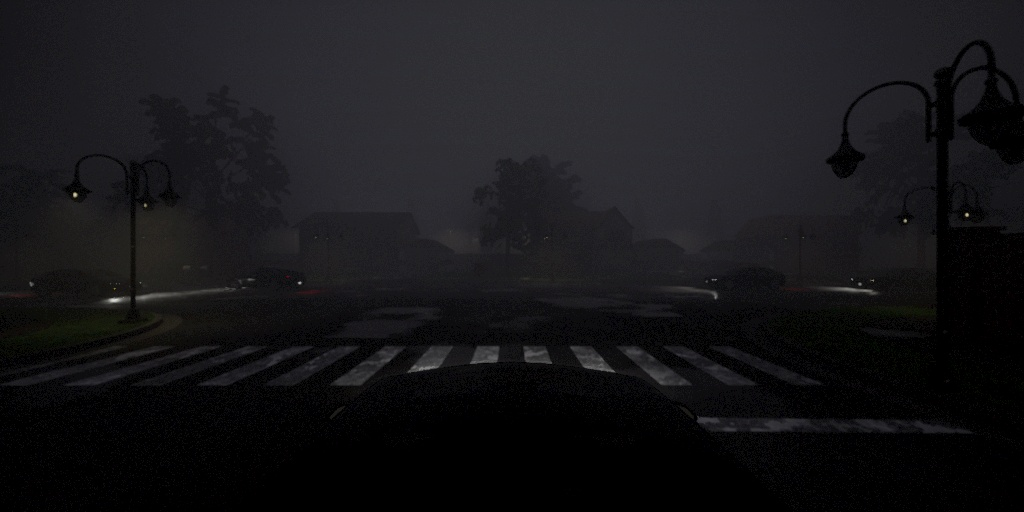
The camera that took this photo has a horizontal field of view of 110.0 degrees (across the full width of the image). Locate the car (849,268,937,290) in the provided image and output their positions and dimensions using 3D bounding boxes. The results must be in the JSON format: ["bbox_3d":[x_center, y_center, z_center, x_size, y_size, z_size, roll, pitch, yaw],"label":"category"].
[{"bbox_3d":[25.557,1.477,23.590,5.357,1.411,2.033,0,0,0],"label":"car"}]

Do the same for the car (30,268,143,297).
[{"bbox_3d":[-23.371,1.430,19.787,4.892,1.490,1.837,0,0,0],"label":"car"}]

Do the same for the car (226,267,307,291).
[{"bbox_3d":[-15.691,1.434,22.949,4.892,1.490,1.837,0,-1,11],"label":"car"}]

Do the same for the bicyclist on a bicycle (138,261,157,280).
[{"bbox_3d":[-30.736,1.235,30.253,0.582,1.620,1.656,0,0,0],"label":"bicyclist on a bicycle"}]

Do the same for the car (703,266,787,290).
[{"bbox_3d":[15.224,1.434,23.581,4.892,1.490,1.837,0,0,0],"label":"car"}]
